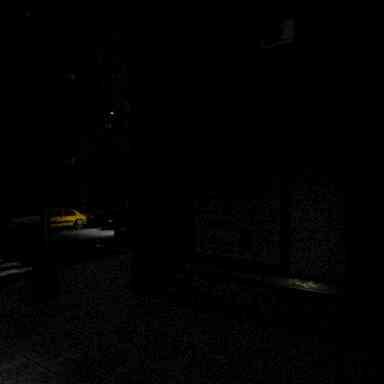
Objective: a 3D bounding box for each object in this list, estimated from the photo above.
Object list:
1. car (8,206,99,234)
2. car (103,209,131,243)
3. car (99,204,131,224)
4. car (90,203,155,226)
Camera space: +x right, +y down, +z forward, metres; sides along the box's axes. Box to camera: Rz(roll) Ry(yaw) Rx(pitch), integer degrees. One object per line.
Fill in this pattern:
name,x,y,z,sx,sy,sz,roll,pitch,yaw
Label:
car,-8.190,1.549,19.706,1.752,1.417,4.829,0,0,36
car,-1.570,1.558,15.166,1.947,1.339,4.313,0,0,36
car,-3.483,1.524,21.920,1.837,1.490,4.892,0,-1,36
car,-4.940,1.579,24.246,2.008,1.369,4.403,0,0,36
